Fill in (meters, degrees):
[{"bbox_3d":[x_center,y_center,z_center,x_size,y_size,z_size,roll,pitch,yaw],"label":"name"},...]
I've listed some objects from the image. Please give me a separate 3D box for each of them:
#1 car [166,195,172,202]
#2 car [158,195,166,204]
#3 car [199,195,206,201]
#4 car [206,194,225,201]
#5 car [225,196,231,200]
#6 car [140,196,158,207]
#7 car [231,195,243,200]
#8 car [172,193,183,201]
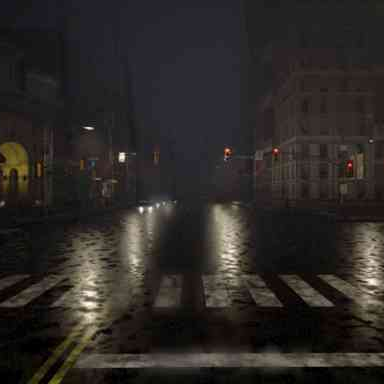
[{"bbox_3d":[-6.498,1.525,75.474,2.128,1.511,4.902,0,0,7],"label":"car"},{"bbox_3d":[-6.984,1.492,65.350,2.128,1.511,4.902,0,0,1],"label":"car"},{"bbox_3d":[3.319,1.524,85.422,1.812,1.442,4.674,0,0,22],"label":"car"},{"bbox_3d":[5.870,1.525,82.309,2.128,1.511,4.902,0,0,19],"label":"car"},{"bbox_3d":[8.270,1.466,94.411,1.882,1.535,5.008,0,0,38],"label":"car"},{"bbox_3d":[-7.039,1.601,52.589,1.895,1.301,4.718,0,0,0],"label":"car"},{"bbox_3d":[12.491,1.500,94.191,1.837,1.490,4.892,0,0,41],"label":"car"},{"bbox_3d":[-4.113,1.225,85.560,2.150,2.045,5.566,0,0,19],"label":"car"}]
